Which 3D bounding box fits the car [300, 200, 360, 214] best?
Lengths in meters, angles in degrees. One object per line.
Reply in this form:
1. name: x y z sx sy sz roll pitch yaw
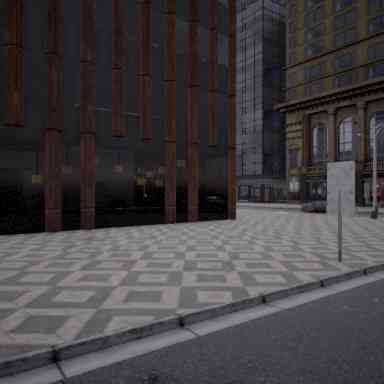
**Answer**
1. car: 13.020 1.485 31.855 2.033 1.411 5.357 0 0 -35
